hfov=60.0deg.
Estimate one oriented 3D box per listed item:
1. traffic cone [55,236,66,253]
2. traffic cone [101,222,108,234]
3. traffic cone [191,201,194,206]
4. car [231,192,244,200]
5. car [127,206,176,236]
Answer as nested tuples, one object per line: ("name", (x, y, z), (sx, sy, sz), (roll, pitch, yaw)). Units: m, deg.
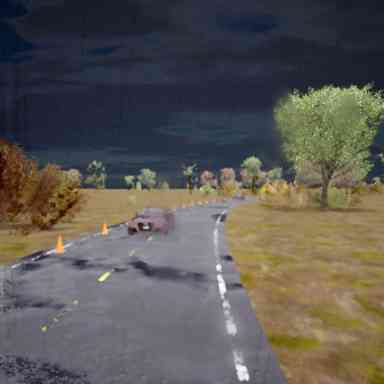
("traffic cone", (-4.822, 1.886, 12.133), (0.340, 0.580, 0.340), (0, 0, 3))
("traffic cone", (-4.497, 1.852, 17.189), (0.340, 0.580, 0.340), (0, 0, 4))
("traffic cone", (0.050, 1.625, 47.215), (0.340, 0.580, 0.340), (0, 0, 13))
("car", (9.819, 0.787, 71.556), (2.097, 1.767, 4.553), (0, 1, 20))
("car", (-2.006, 1.455, 17.561), (1.994, 1.385, 4.181), (0, 0, 5))
